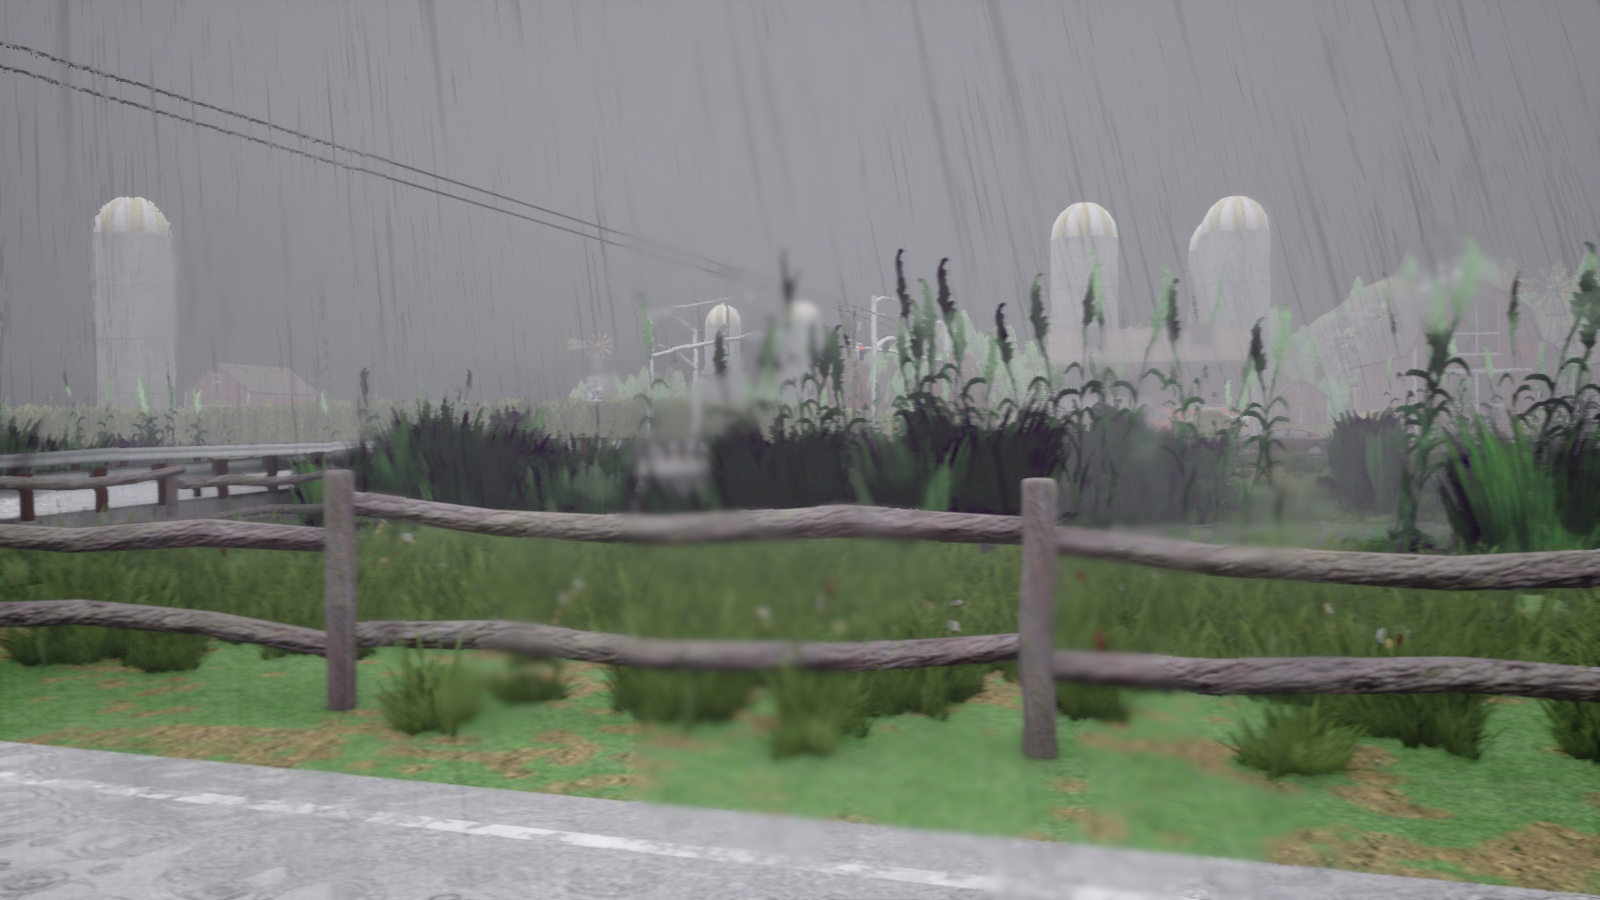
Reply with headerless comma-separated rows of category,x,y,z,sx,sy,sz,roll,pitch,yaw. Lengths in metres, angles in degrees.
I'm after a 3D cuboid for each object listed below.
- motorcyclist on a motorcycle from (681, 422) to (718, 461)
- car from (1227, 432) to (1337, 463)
motorcyclist on a motorcycle,-4.154,-0.332,52.219,0.797,1.523,2.044,0,-2,18
car,24.070,-0.155,62.889,5.008,1.535,1.882,0,1,15
